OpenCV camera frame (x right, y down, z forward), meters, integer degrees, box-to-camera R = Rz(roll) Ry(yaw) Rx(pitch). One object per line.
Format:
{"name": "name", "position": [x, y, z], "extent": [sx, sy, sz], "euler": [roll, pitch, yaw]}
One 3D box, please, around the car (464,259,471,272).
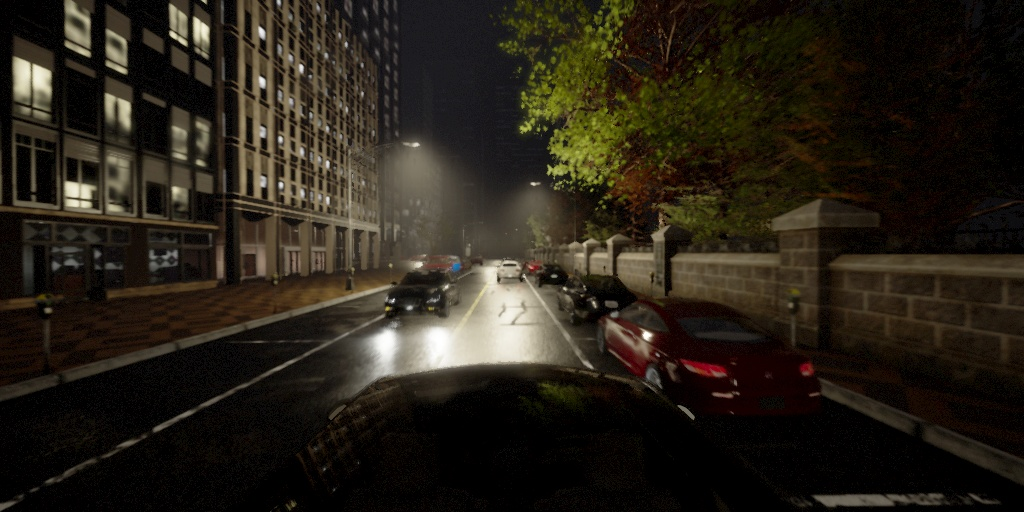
{"name": "car", "position": [-5.839, 1.119, 38.924], "extent": [1.802, 1.307, 4.207], "euler": [0, 0, -1]}

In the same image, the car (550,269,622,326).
{"name": "car", "position": [2.499, 1.238, 11.185], "extent": [1.948, 1.339, 4.313], "euler": [0, 0, -1]}

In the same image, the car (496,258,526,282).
{"name": "car", "position": [-0.156, 1.109, 26.936], "extent": [1.812, 1.442, 4.674], "euler": [0, 1, -1]}

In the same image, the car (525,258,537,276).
{"name": "car", "position": [2.249, 1.106, 33.382], "extent": [1.802, 1.307, 4.207], "euler": [0, 0, -1]}

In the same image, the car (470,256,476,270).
{"name": "car", "position": [-5.899, 1.024, 44.294], "extent": [1.751, 1.417, 4.829], "euler": [0, 0, -1]}

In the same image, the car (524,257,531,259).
{"name": "car", "position": [2.124, 0.888, 44.481], "extent": [1.967, 1.591, 4.097], "euler": [0, 0, -1]}

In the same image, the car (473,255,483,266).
{"name": "car", "position": [-5.943, 0.697, 61.087], "extent": [2.192, 1.841, 5.009], "euler": [0, 0, -1]}

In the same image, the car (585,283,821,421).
{"name": "car", "position": [2.561, 1.290, 5.635], "extent": [1.802, 1.307, 4.207], "euler": [0, 0, -1]}

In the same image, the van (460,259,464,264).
{"name": "van", "position": [-5.776, 0.916, 33.384], "extent": [1.690, 1.789, 3.998], "euler": [0, 0, -1]}

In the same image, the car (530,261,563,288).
{"name": "car", "position": [2.374, 1.165, 22.284], "extent": [1.948, 1.339, 4.313], "euler": [0, 0, -1]}

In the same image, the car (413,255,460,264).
{"name": "car", "position": [-5.714, 0.928, 27.843], "extent": [2.192, 1.841, 5.009], "euler": [0, 0, -1]}

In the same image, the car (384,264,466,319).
{"name": "car", "position": [-2.933, 1.202, 12.612], "extent": [1.837, 1.490, 4.892], "euler": [0, 0, -1]}
